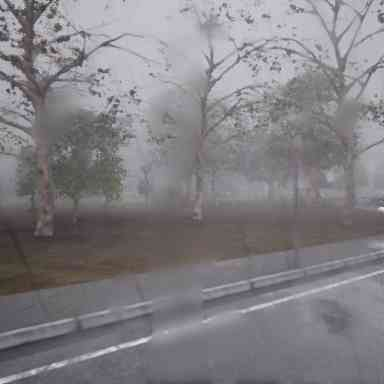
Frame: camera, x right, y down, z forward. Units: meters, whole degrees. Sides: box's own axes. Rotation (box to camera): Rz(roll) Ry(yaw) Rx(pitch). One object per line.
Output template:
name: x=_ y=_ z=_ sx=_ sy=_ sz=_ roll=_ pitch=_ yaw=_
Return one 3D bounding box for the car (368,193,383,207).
car: x=23.389 y=1.054 z=41.058 sx=1.994 sy=1.385 sz=4.181 roll=-1 pitch=1 yaw=11
